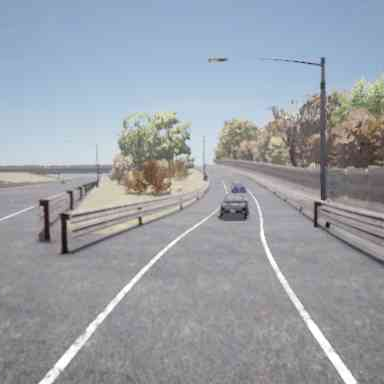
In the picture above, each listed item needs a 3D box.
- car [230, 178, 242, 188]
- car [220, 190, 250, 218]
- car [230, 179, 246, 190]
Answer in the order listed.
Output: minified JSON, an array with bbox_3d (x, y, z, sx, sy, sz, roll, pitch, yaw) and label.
[{"bbox_3d":[7.709,-1.581,59.197,1.812,1.442,4.674,-1,6,4],"label":"car"},{"bbox_3d":[3.037,0.910,23.480,2.128,1.511,4.902,0,2,10],"label":"car"},{"bbox_3d":[6.805,-0.805,49.123,2.097,1.767,4.553,-1,5,5],"label":"car"}]
